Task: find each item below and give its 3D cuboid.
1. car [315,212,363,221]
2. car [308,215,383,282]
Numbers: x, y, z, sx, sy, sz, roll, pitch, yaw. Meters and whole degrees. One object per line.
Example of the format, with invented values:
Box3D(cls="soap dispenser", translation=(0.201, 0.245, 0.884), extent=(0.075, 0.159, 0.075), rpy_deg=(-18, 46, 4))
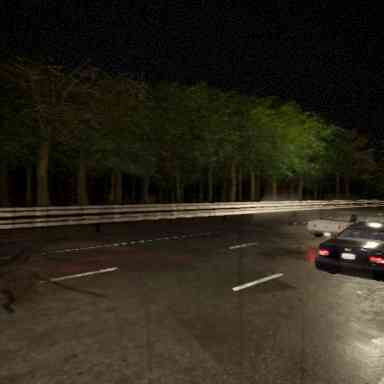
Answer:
Box3D(cls="car", translation=(7.746, 1.636, 16.597), extent=(4.718, 1.301, 1.895), rpy_deg=(1, 0, -44))
Box3D(cls="car", translation=(5.461, 1.577, 9.584), extent=(5.357, 1.411, 2.033), rpy_deg=(1, 0, -45))
